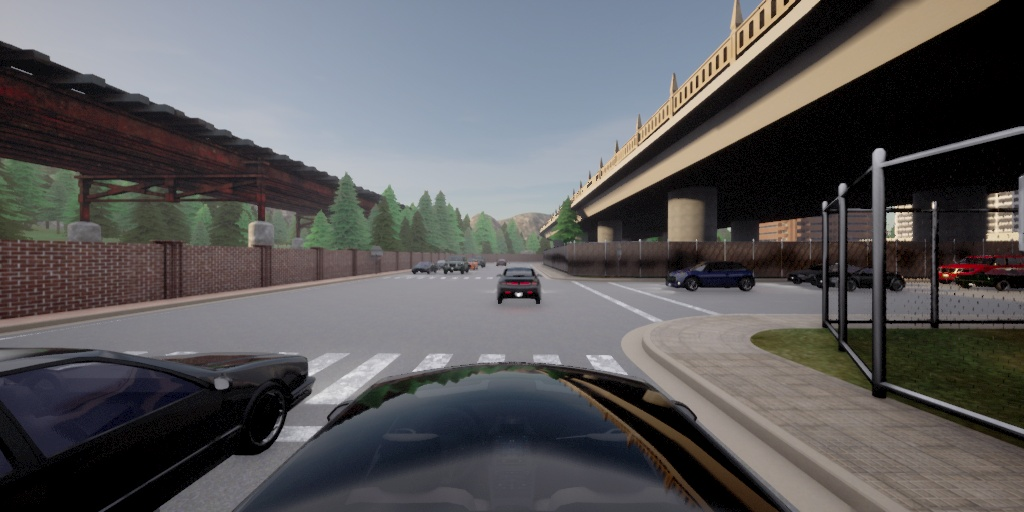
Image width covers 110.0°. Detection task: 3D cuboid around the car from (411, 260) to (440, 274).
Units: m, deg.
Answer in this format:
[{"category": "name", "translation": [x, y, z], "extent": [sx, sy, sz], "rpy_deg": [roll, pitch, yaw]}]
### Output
[{"category": "car", "translation": [-9.727, 1.289, 40.453], "extent": [2.033, 1.411, 5.357], "rpy_deg": [0, 0, 1]}]

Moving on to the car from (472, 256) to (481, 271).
[{"category": "car", "translation": [-6.022, 1.092, 50.206], "extent": [2.097, 1.767, 4.553], "rpy_deg": [0, 0, 2]}]

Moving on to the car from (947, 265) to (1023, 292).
[{"category": "car", "translation": [28.996, 1.347, 20.869], "extent": [4.718, 1.301, 1.895], "rpy_deg": [0, 0, 1]}]

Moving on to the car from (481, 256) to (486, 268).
[{"category": "car", "translation": [-5.736, 0.959, 60.856], "extent": [2.150, 2.045, 5.566], "rpy_deg": [0, 0, 2]}]

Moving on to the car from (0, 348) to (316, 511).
[{"category": "car", "translation": [-3.396, 1.297, 2.034], "extent": [2.033, 1.411, 5.357], "rpy_deg": [0, 0, 0]}]

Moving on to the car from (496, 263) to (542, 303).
[{"category": "car", "translation": [0.335, 1.253, 16.653], "extent": [1.837, 1.490, 4.892], "rpy_deg": [0, 0, 1]}]

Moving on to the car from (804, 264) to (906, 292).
[{"category": "car", "translation": [20.154, 1.310, 20.963], "extent": [4.181, 1.385, 1.994], "rpy_deg": [0, 0, 1]}]

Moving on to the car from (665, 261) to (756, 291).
[{"category": "car", "translation": [11.515, 1.098, 21.062], "extent": [4.553, 1.767, 2.097], "rpy_deg": [0, 0, 1]}]

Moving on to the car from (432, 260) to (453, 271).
[{"category": "car", "translation": [-9.532, 1.266, 49.620], "extent": [1.812, 1.442, 4.674], "rpy_deg": [0, 0, 1]}]

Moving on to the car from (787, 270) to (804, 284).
[{"category": "car", "translation": [21.576, 1.250, 24.450], "extent": [4.892, 1.490, 1.837], "rpy_deg": [0, 0, 1]}]

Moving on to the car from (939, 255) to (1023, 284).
[{"category": "car", "translation": [32.255, 0.967, 24.331], "extent": [5.566, 2.045, 2.150], "rpy_deg": [0, 0, 1]}]

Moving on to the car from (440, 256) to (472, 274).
[{"category": "car", "translation": [-6.227, 0.963, 40.560], "extent": [2.150, 2.045, 5.566], "rpy_deg": [0, 0, 1]}]
